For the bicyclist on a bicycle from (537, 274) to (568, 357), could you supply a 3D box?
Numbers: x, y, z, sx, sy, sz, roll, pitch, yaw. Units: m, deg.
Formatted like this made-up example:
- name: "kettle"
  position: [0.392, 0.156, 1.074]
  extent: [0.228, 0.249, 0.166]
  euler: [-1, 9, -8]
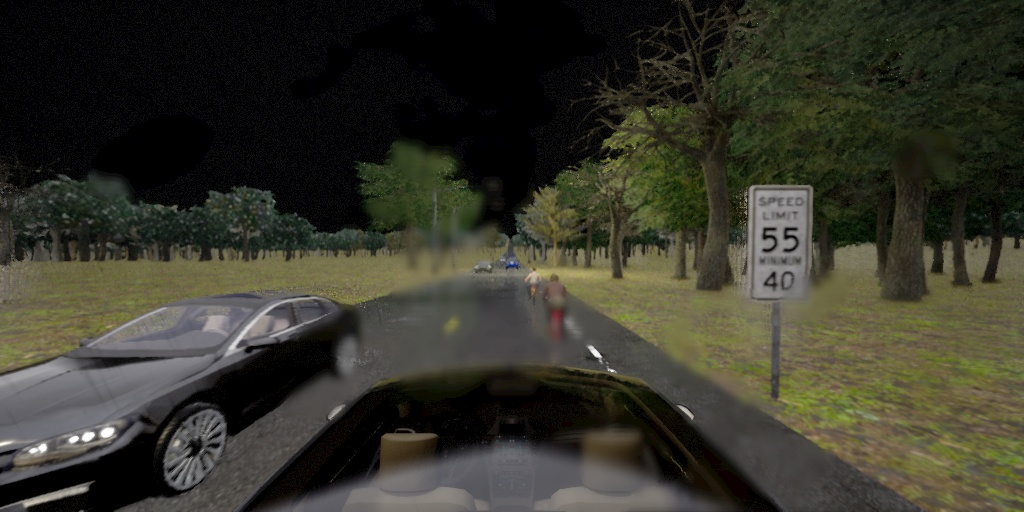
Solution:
- name: "bicyclist on a bicycle"
  position: [0.957, 1.236, 7.714]
  extent: [0.582, 1.620, 1.656]
  euler: [0, -1, 0]

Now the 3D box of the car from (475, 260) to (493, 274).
- name: "car"
  position: [-3.638, 1.369, 46.703]
  extent: [2.097, 1.767, 4.553]
  euler: [0, 0, 0]

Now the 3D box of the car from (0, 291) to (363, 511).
- name: "car"
  position: [-3.603, 1.258, 4.564]
  extent: [2.128, 1.511, 4.902]
  euler: [0, 0, 0]

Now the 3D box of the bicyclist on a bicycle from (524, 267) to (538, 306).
- name: "bicyclist on a bicycle"
  position: [0.939, 1.261, 15.216]
  extent: [0.866, 1.612, 1.509]
  euler: [0, -1, 0]

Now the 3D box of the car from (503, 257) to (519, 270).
- name: "car"
  position: [0.038, 1.351, 64.019]
  extent: [2.150, 2.045, 5.566]
  euler: [0, 0, 1]
